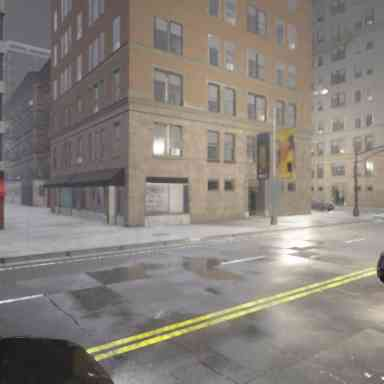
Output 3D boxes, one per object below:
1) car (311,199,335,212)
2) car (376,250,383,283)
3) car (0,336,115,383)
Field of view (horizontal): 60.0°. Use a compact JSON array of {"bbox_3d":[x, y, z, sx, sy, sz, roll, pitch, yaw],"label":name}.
[{"bbox_3d":[14.189,1.522,38.360,1.994,1.385,4.181,0,0,-37],"label":"car"},{"bbox_3d":[6.404,1.557,8.266,4.181,1.385,1.994,0,0,-37],"label":"car"},{"bbox_3d":[-2.362,1.565,1.690,4.181,1.385,1.994,0,0,-36],"label":"car"}]
